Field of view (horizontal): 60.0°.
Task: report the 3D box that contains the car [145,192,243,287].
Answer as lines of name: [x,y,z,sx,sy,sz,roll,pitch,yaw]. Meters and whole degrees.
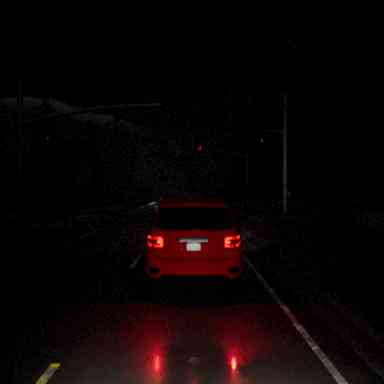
car: [0.057,1.149,9.241,2.150,2.045,5.566,0,1,0]

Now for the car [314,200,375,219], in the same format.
car: [12.098,1.335,26.309,4.674,1.442,1.812,0,0,-1]

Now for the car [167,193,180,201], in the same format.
car: [-3.542,0.987,64.879,2.128,1.511,4.902,0,0,1]

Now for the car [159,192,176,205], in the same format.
car: [-3.594,0.967,49.416,2.097,1.767,4.553,0,0,0]
